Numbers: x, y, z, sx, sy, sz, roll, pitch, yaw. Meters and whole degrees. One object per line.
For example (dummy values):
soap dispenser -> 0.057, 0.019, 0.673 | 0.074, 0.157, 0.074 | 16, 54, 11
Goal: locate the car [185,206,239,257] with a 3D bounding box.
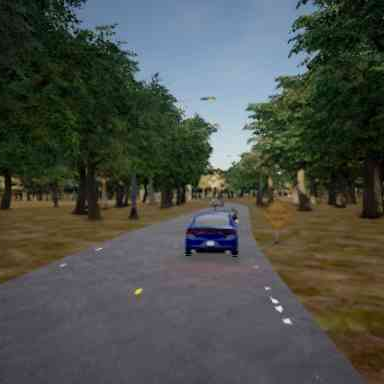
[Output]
car -> 0.873, 1.546, 13.415 | 1.882, 1.535, 5.008 | 0, 0, 6

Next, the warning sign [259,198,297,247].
warning sign -> 3.424, 1.189, 13.400 | 1.300, 1.860, 1.060 | 1, 0, 6

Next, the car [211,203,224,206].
car -> 2.621, 1.770, 26.484 | 1.895, 1.301, 4.718 | 0, 0, 10

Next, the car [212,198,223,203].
car -> 4.534, 2.078, 57.832 | 1.994, 1.385, 4.181 | 0, -1, 9
